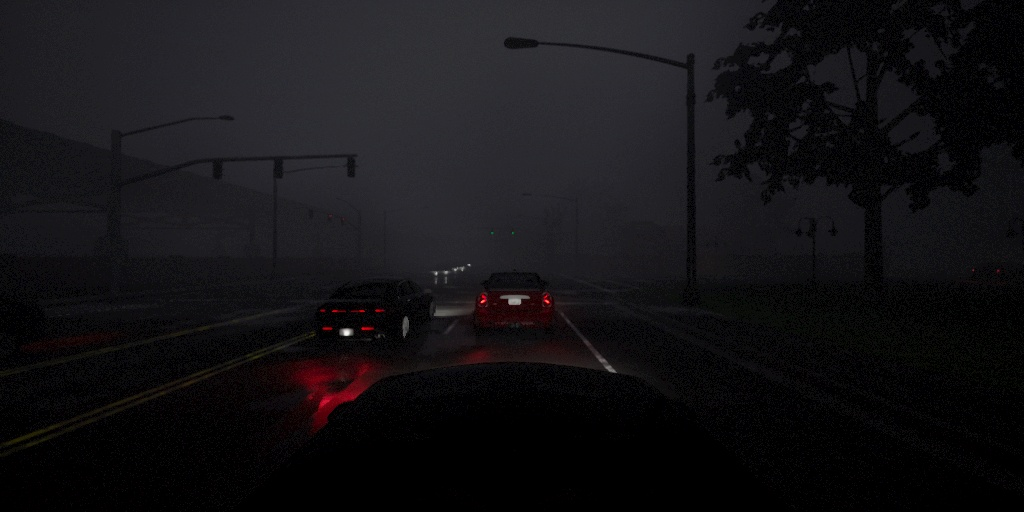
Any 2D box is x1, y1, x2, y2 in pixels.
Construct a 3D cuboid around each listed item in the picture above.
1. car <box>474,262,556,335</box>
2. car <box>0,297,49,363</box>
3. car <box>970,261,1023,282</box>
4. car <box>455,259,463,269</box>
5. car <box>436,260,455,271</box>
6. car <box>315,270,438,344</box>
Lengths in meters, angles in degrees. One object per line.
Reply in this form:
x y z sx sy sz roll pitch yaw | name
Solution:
0.078 1.171 10.977 2.097 1.767 4.553 0 -1 0 | car
-10.602 1.283 5.359 1.837 1.490 4.892 0 0 0 | car
43.270 1.325 31.421 4.553 1.767 2.097 0 0 -6 | car
-10.590 1.524 64.537 1.812 1.442 4.674 0 0 0 | car
-10.611 1.560 55.816 1.812 1.442 4.674 0 0 0 | car
-3.423 1.318 9.812 1.837 1.490 4.892 0 0 0 | car
